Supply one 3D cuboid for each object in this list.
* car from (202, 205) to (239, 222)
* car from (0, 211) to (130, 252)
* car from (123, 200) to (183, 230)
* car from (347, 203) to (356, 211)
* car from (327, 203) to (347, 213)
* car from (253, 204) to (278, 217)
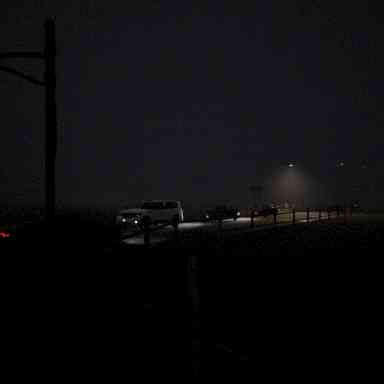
[{"bbox_3d":[2.878,2.067,32.533,2.128,1.511,4.902,0,-1,36],"label":"car"},{"bbox_3d":[-5.772,1.739,14.914,5.357,1.411,2.033,1,-1,-40],"label":"car"},{"bbox_3d":[-2.937,1.608,24.595,2.150,2.045,5.566,0,-1,36],"label":"car"},{"bbox_3d":[29.818,2.867,63.082,1.837,1.490,4.892,0,-1,36],"label":"car"},{"bbox_3d":[23.329,2.671,54.208,1.812,1.442,4.674,0,-1,37],"label":"car"},{"bbox_3d":[8.910,2.266,40.762,2.128,1.511,4.902,0,-1,36],"label":"car"}]
